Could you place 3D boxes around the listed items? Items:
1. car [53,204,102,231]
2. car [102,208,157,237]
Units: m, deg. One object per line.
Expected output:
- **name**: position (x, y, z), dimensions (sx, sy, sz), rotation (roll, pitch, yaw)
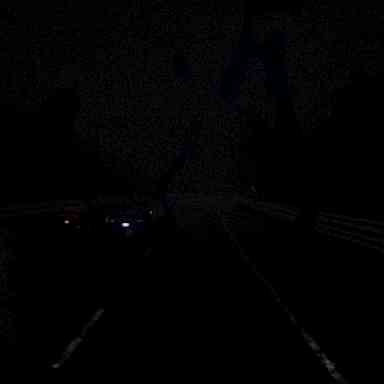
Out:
- **car**: position (-6.529, 1.427, 20.038), dimensions (1.882, 1.535, 5.008), rotation (0, 0, 2)
- **car**: position (-3.096, 1.520, 17.790), dimensions (1.994, 1.385, 4.181), rotation (0, 0, 2)
